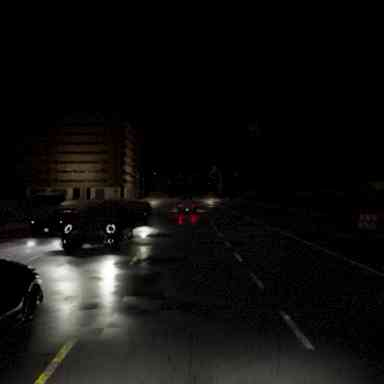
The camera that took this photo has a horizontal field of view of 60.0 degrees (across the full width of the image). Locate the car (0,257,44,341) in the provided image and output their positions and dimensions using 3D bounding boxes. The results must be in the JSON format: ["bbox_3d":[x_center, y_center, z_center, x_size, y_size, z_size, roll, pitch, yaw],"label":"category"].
[{"bbox_3d":[-3.653,1.574,4.350,1.994,1.385,4.181,0,0,-1],"label":"car"}]

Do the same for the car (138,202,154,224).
[{"bbox_3d":[-3.960,1.467,24.570,1.882,1.535,5.008,0,0,-1],"label":"car"}]

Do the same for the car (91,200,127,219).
[{"bbox_3d":[-7.538,1.542,30.692,2.033,1.411,5.357,0,0,0],"label":"car"}]

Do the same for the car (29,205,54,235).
[{"bbox_3d":[-7.382,1.608,19.002,1.895,1.301,4.718,0,0,-1],"label":"car"}]

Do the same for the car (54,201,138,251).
[{"bbox_3d":[-3.807,1.352,14.155,2.097,1.767,4.553,0,0,-1],"label":"car"}]

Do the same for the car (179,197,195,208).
[{"bbox_3d":[-0.710,1.446,47.253,2.128,1.511,4.902,0,0,-1],"label":"car"}]

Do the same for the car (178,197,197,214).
[{"bbox_3d":[-0.482,1.492,34.899,1.812,1.442,4.674,0,0,-1],"label":"car"}]
